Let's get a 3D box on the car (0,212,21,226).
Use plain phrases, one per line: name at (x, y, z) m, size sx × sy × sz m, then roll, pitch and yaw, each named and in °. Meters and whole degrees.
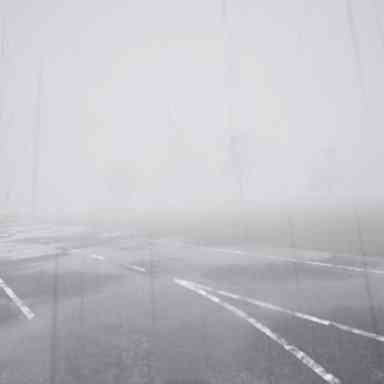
car at (-21.966, 3.116, 39.885) m, size 1.882 × 1.535 × 5.008 m, roll -4°, pitch 0°, yaw -37°
